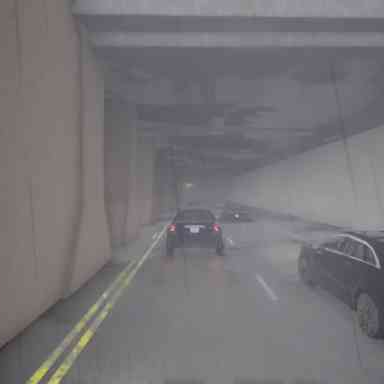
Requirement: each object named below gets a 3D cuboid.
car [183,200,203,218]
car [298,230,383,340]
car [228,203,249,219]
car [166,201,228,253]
[{"bbox_3d":[0.083,1.546,31.369,1.812,1.442,4.674,0,0,0],"label":"car"},{"bbox_3d":[3.599,1.496,6.517,2.128,1.511,4.902,0,0,0],"label":"car"},{"bbox_3d":[3.596,1.620,28.766,1.895,1.301,4.718,0,0,0],"label":"car"},{"bbox_3d":[0.098,1.361,13.811,2.097,1.767,4.553,0,0,0],"label":"car"}]
